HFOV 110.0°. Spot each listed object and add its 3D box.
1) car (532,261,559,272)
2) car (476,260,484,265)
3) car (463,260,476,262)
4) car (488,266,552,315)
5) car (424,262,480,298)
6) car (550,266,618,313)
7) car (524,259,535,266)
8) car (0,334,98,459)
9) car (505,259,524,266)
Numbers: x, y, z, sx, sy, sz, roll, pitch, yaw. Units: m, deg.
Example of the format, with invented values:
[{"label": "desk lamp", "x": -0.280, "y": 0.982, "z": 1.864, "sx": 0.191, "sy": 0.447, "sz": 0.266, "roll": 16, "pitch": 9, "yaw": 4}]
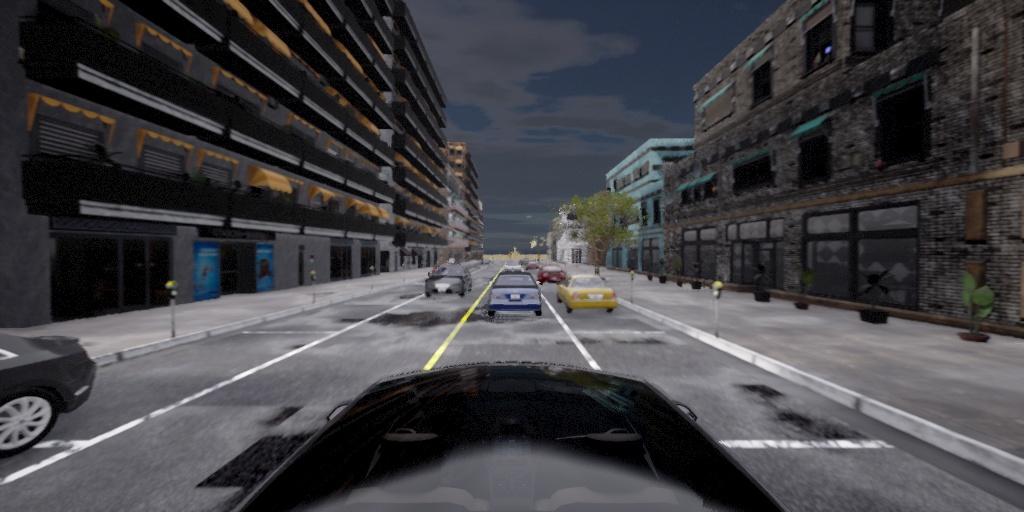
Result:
[{"label": "car", "x": 2.689, "y": 1.276, "z": 24.999, "sx": 1.888, "sy": 1.381, "sz": 4.507, "roll": 0, "pitch": 0, "yaw": 0}, {"label": "car", "x": -5.692, "y": 1.260, "z": 53.415, "sx": 2.007, "sy": 1.370, "sz": 4.403, "roll": 0, "pitch": 0, "yaw": 0}, {"label": "car", "x": -5.692, "y": 1.283, "z": 42.060, "sx": 1.948, "sy": 1.339, "sz": 4.313, "roll": 0, "pitch": 0, "yaw": 0}, {"label": "car", "x": 0.098, "y": 1.287, "z": 13.474, "sx": 2.033, "sy": 1.411, "sz": 5.357, "roll": 0, "pitch": 0, "yaw": 0}, {"label": "car", "x": -3.084, "y": 1.227, "z": 18.276, "sx": 2.128, "sy": 1.511, "sz": 4.902, "roll": 0, "pitch": 0, "yaw": 0}, {"label": "car", "x": 2.689, "y": 1.265, "z": 13.814, "sx": 1.751, "sy": 1.417, "sz": 4.829, "roll": 0, "pitch": 0, "yaw": 0}, {"label": "car", "x": 2.689, "y": 1.295, "z": 47.709, "sx": 1.802, "sy": 1.307, "sz": 4.207, "roll": 0, "pitch": 0, "yaw": 0}, {"label": "car", "x": -5.692, "y": 1.300, "z": 2.319, "sx": 2.007, "sy": 1.370, "sz": 4.403, "roll": 0, "pitch": 0, "yaw": 0}, {"label": "car", "x": 0.099, "y": 1.319, "z": 41.601, "sx": 1.895, "sy": 1.301, "sz": 4.718, "roll": 0, "pitch": 0, "yaw": 0}]
